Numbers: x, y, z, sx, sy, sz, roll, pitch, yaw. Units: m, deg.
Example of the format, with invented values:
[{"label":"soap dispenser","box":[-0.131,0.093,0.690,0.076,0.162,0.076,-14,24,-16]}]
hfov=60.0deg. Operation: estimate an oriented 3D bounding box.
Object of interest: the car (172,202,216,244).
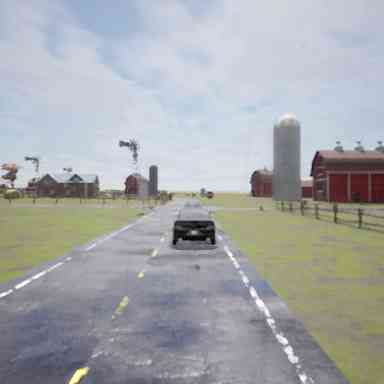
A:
[{"label":"car","box":[0.092,1.479,15.932,1.882,1.535,5.008,0,0,0]}]
